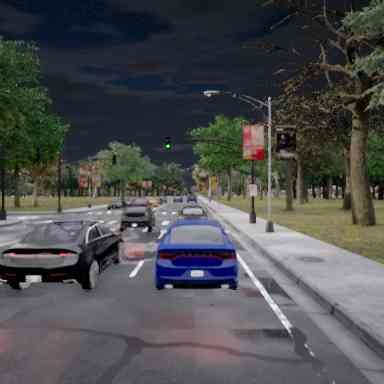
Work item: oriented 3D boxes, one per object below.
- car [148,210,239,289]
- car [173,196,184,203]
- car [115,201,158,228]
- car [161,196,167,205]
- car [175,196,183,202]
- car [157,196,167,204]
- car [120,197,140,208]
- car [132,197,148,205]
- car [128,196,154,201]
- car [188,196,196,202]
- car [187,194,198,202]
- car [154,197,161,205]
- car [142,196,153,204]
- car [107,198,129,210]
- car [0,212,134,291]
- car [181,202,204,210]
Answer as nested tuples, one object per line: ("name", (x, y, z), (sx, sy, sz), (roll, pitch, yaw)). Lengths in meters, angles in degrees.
("car", (0.104, 1.503, 9.237), (1.882, 1.535, 5.008), (0, 0, 0))
("car", (-3.219, 1.770, 75.226), (1.812, 1.442, 4.674), (0, 0, 0))
("car", (-3.311, 1.564, 20.737), (1.837, 1.490, 4.892), (0, 0, -3))
("car", (-6.541, 1.687, 62.578), (2.128, 1.511, 4.902), (0, 0, 1))
("car", (-3.224, 1.764, 85.090), (1.882, 1.535, 5.008), (0, 0, 0))
("car", (-6.478, 1.728, 72.626), (1.837, 1.490, 4.892), (0, 0, 0))
("car", (-9.825, 1.651, 53.056), (2.128, 1.511, 4.902), (0, 0, 0))
("car", (-9.787, 1.744, 62.874), (2.033, 1.411, 5.357), (0, 0, 0))
("car", (-6.584, 1.605, 43.427), (1.882, 1.535, 5.008), (0, 0, 0))
("car", (0.026, 1.754, 83.868), (1.895, 1.301, 4.718), (0, 0, 0))
("car", (0.022, 1.462, 73.454), (2.150, 2.045, 5.566), (0, 0, 0))
("car", (-6.578, 1.637, 53.007), (1.882, 1.535, 5.008), (0, 0, 0))
("car", (-9.728, 1.722, 73.044), (1.837, 1.490, 4.892), (0, 0, 0))
("car", (-9.834, 1.694, 44.136), (1.994, 1.385, 4.181), (0, 0, 1))
("car", (-3.151, 1.517, 9.054), (2.128, 1.511, 4.902), (0, 0, 0))
("car", (0.051, 1.584, 20.769), (1.812, 1.442, 4.674), (0, 0, 0))
